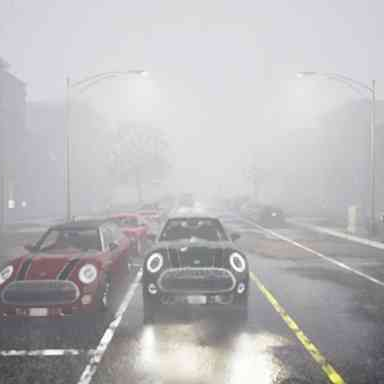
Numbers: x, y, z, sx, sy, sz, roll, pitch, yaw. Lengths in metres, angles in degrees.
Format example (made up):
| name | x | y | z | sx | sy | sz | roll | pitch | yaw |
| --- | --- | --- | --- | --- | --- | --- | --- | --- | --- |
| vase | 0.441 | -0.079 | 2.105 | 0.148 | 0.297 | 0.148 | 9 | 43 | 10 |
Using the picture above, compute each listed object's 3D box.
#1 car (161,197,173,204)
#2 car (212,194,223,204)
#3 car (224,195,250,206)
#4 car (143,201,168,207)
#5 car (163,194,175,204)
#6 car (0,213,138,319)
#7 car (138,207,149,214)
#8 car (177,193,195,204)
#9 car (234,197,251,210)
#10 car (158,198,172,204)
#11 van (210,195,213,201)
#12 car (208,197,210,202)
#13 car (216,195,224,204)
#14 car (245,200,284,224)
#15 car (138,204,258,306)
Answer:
| name | x | y | z | sx | sy | sz | roll | pitch | yaw |
| --- | --- | --- | --- | --- | --- | --- | --- | --- | --- |
| car | -3.246 | 1.522 | 35.146 | 1.802 | 1.307 | 4.206 | -1 | 0 | -1 |
| car | 4.713 | 1.435 | 52.167 | 1.752 | 1.417 | 4.829 | -1 | 0 | -1 |
| car | 5.130 | 1.254 | 35.357 | 2.192 | 1.841 | 5.009 | -1 | 0 | -1 |
| car | -2.969 | 1.541 | 24.052 | 1.802 | 1.307 | 4.206 | -1 | 0 | -1 |
| car | -3.663 | 1.226 | 51.785 | 2.192 | 1.841 | 5.009 | -1 | 0 | -1 |
| car | -2.555 | 1.427 | 7.413 | 1.967 | 1.590 | 4.097 | -1 | 0 | -1 |
| car | -2.692 | 1.523 | 12.960 | 1.887 | 1.381 | 4.507 | -1 | 0 | -1 |
| car | -0.824 | 1.142 | 46.017 | 2.150 | 2.045 | 5.566 | 0 | 0 | -1 |
| car | 5.267 | 1.474 | 29.979 | 1.752 | 1.417 | 4.829 | -1 | 0 | -1 |
| car | -3.108 | 1.500 | 29.599 | 2.008 | 1.369 | 4.403 | -1 | 0 | -1 |
| van | 4.576 | 1.241 | 57.543 | 1.690 | 1.788 | 3.998 | -1 | 0 | -1 |
| car | 4.297 | 1.405 | 68.807 | 1.752 | 1.417 | 4.829 | -1 | 0 | -1 |
| car | 4.855 | 1.502 | 46.450 | 1.802 | 1.307 | 4.206 | -1 | 0 | -1 |
| car | 5.409 | 1.524 | 24.264 | 1.947 | 1.339 | 4.313 | -1 | 0 | -1 |
| car | 0.023 | 1.338 | 8.204 | 2.097 | 1.767 | 4.553 | 0 | 0 | -2 |
